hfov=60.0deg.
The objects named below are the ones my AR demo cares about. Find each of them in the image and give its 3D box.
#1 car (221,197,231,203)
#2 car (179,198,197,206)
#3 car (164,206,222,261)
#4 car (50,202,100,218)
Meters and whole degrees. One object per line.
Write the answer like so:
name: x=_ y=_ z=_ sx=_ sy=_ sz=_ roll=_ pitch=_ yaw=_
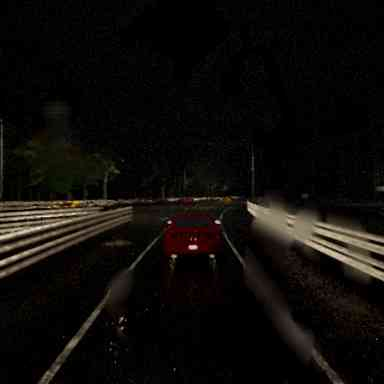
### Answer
car: x=8.674 y=2.123 z=84.744 sx=1.882 sy=1.535 sz=5.008 roll=0 pitch=-1 yaw=18
car: x=-0.567 y=1.808 z=56.166 sx=1.882 sy=1.535 sz=5.008 roll=0 pitch=-1 yaw=18
car: x=0.061 y=1.536 z=12.597 sx=1.882 sy=1.535 sz=5.008 roll=0 pitch=0 yaw=1
car: x=-9.681 y=1.549 z=27.952 sx=1.882 sy=1.535 sz=5.008 roll=0 pitch=-1 yaw=18
